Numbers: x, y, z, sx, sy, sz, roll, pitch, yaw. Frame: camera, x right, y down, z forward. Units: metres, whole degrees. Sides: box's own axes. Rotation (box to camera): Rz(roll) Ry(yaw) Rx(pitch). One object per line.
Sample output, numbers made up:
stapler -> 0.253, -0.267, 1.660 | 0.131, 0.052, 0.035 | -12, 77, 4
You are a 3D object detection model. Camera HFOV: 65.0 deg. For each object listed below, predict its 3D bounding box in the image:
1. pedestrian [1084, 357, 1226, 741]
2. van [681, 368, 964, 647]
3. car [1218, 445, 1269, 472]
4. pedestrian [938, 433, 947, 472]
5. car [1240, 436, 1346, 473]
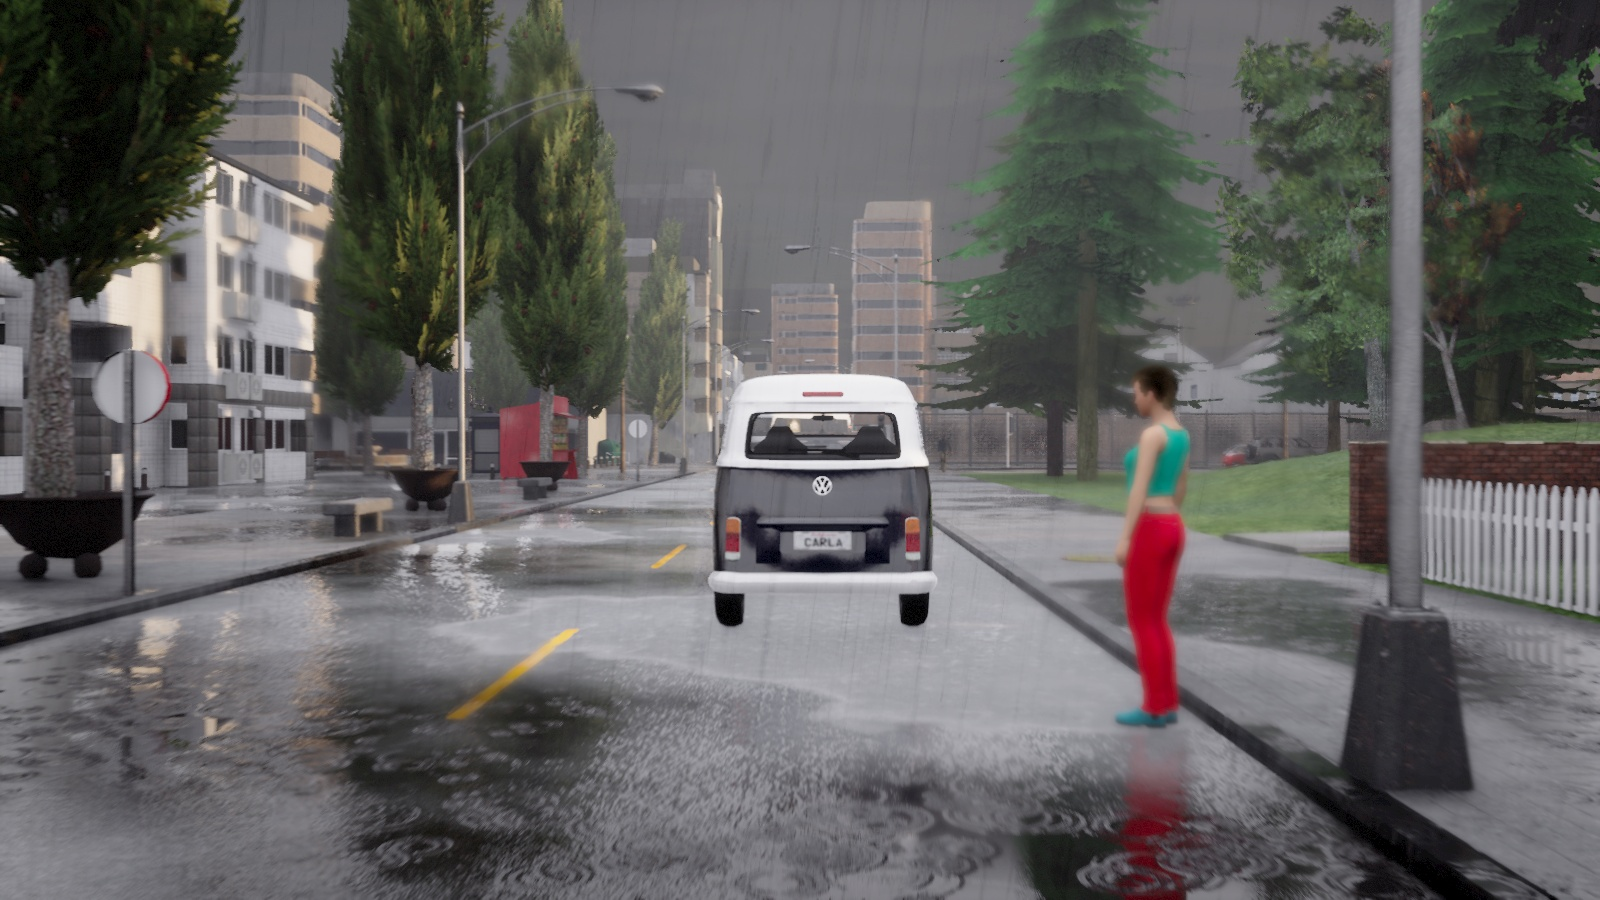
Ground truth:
pedestrian -> 1.786, 0.473, 6.333 | 0.594, 1.836, 0.345 | 0, 0, 44
van -> 0.203, 0.406, 11.443 | 2.069, 2.038, 4.480 | 0, 0, 1
car -> 23.793, 0.443, 67.400 | 2.207, 1.376, 1.481 | 0, 0, 1
pedestrian -> 6.733, 0.129, 59.169 | 0.402, 1.842, 0.726 | 0, 0, 7
car -> 24.851, 0.228, 63.379 | 4.605, 1.855, 1.932 | 0, 0, 1
